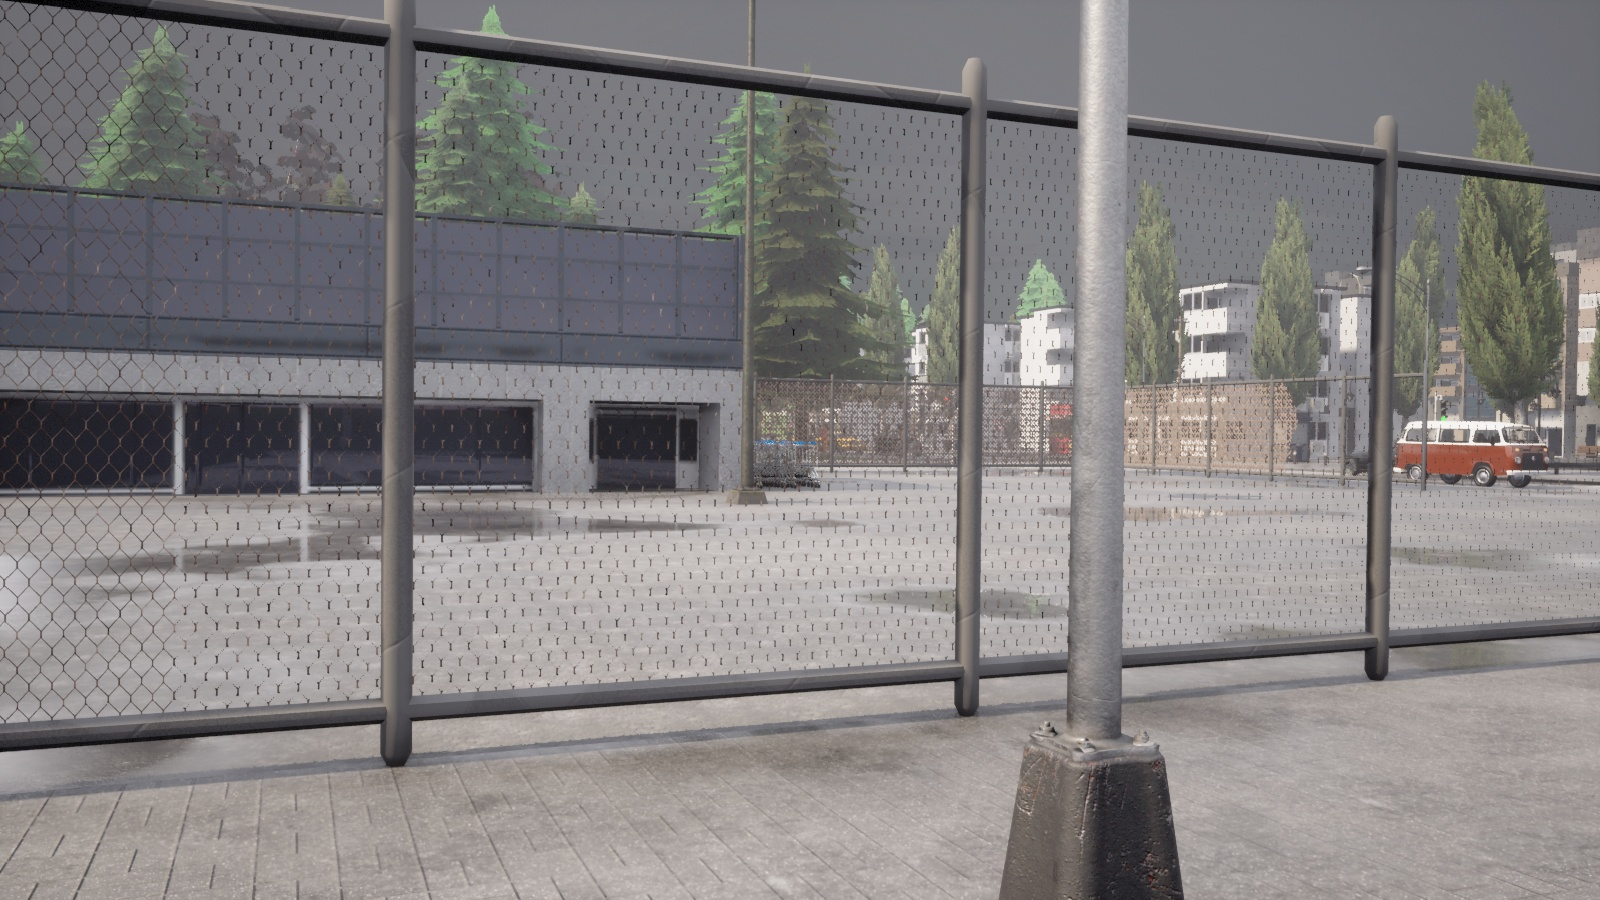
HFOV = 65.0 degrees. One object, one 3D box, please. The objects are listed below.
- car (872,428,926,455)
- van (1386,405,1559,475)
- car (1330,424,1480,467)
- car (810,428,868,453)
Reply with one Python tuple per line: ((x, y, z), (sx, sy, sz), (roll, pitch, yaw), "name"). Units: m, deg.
((5.938, -0.520, 75.749), (1.789, 1.549, 3.705), (-1, 1, -21), "car")
((20.856, -0.341, 39.153), (2.069, 2.038, 4.480), (-1, 1, -22), "van")
((22.235, -0.197, 46.364), (2.163, 1.488, 4.792), (-1, 1, -22), "car")
((2.559, -0.657, 83.993), (1.801, 1.575, 5.366), (-1, 1, -22), "car")
